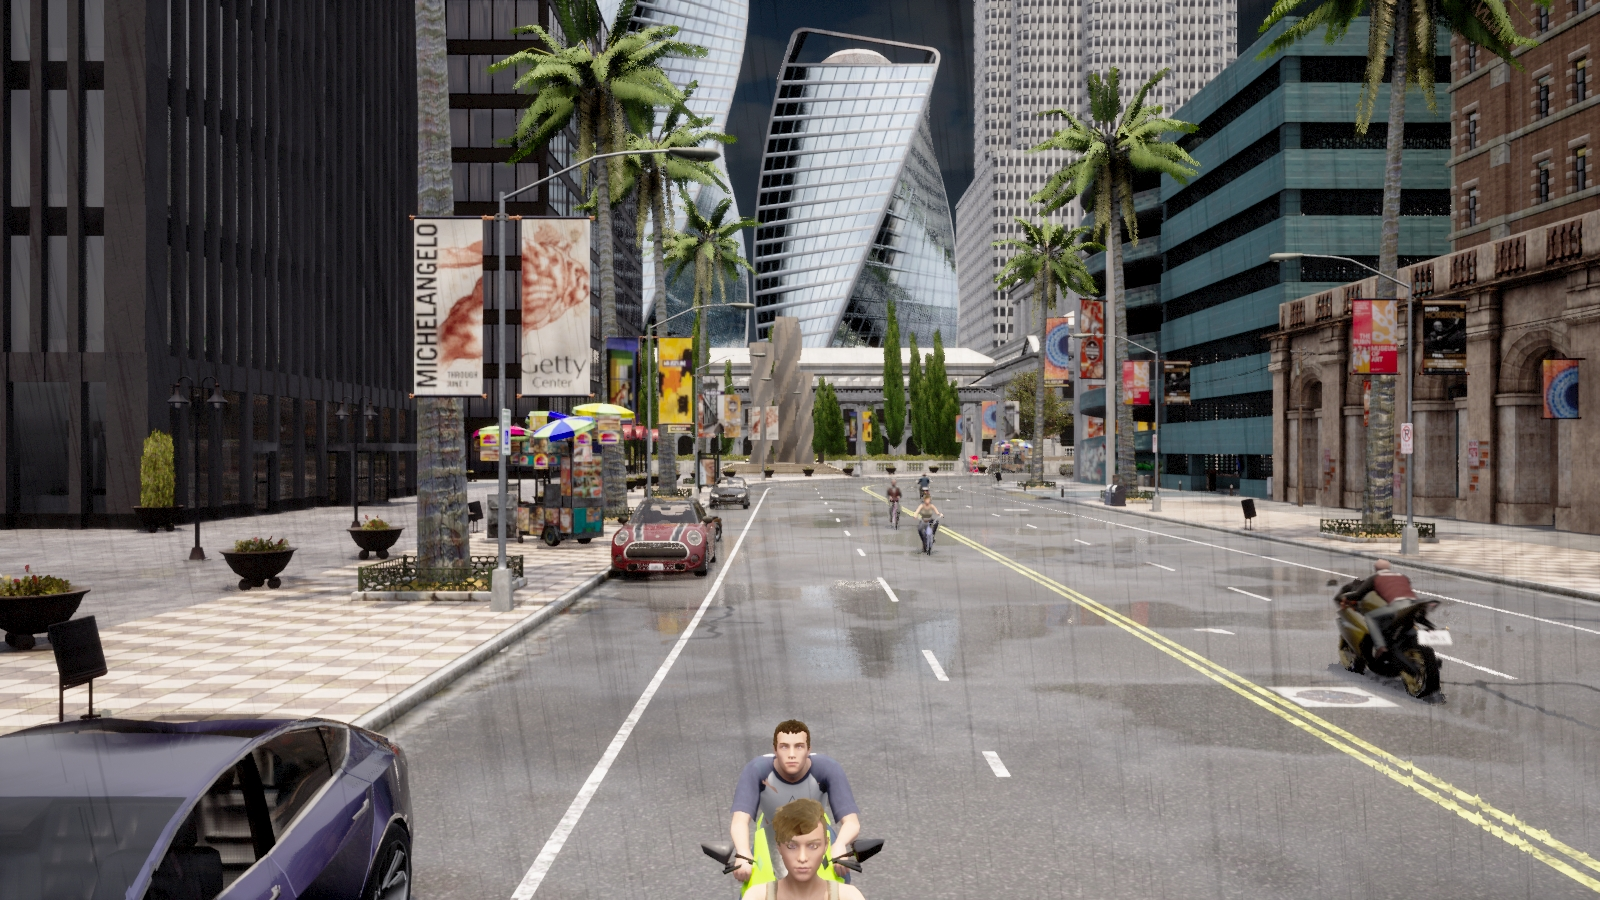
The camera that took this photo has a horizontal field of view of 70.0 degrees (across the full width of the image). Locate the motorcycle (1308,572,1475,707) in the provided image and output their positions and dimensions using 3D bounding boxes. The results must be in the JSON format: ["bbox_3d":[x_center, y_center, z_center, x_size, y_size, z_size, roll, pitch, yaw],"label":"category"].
[{"bbox_3d":[7.016,2.211,13.705,0.867,1.251,2.209,0,0,0],"label":"motorcycle"}]

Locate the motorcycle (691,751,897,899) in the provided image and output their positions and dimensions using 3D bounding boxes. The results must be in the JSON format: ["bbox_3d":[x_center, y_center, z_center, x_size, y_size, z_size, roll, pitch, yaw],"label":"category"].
[{"bbox_3d":[-0.021,2.223,5.437,0.803,1.145,2.033,-1,-3,0],"label":"motorcycle"}]

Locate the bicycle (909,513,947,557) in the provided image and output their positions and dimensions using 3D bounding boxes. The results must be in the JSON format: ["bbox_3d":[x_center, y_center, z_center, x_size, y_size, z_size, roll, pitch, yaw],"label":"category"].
[{"bbox_3d":[3.435,2.269,30.758,0.859,1.080,1.487,0,0,-1],"label":"bicycle"}]

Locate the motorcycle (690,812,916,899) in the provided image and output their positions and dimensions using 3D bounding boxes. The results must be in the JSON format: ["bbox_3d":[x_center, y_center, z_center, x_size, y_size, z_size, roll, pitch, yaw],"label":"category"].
[{"bbox_3d":[0.012,2.176,3.553,0.764,1.277,2.356,0,2,0],"label":"motorcycle"}]
